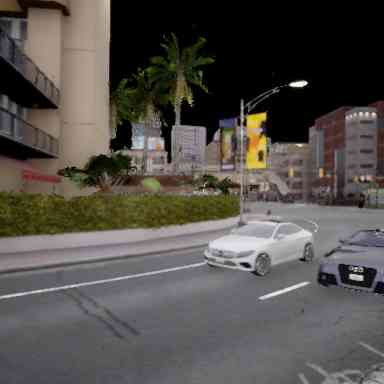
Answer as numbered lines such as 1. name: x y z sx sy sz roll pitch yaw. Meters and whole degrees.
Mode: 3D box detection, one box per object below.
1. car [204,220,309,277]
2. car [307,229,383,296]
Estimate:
1. car: 2.416 1.665 10.950 1.812 1.442 4.674 0 -1 44
2. car: 4.960 1.696 8.662 1.994 1.385 4.181 0 -1 44
